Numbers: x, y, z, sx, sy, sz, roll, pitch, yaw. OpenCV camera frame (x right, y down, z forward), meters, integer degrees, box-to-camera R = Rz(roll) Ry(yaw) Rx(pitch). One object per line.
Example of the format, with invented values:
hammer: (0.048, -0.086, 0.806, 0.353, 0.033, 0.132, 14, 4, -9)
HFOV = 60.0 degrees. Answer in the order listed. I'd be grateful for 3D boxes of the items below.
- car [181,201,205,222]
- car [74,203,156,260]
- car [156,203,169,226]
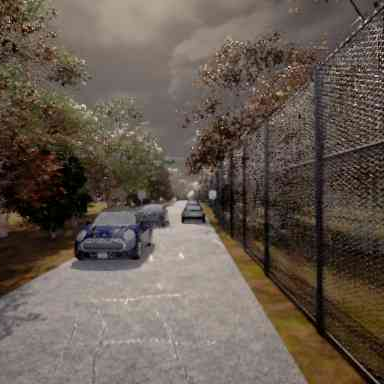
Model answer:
car: (0.097, 1.701, 27.885, 1.994, 1.385, 4.181, 0, 0, 0)
car: (-2.774, 1.411, 12.630, 2.097, 1.767, 4.553, 0, 0, 1)
car: (-2.759, 1.623, 24.439, 1.837, 1.490, 4.892, 0, 0, 1)
